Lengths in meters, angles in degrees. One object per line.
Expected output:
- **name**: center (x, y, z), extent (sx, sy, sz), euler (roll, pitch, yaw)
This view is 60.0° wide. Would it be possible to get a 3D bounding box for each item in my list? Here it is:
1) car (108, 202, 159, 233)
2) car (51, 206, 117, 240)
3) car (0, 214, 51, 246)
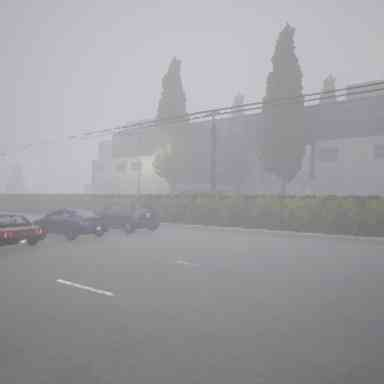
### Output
- **car**: center (-4.179, 1.363, 19.748), extent (4.553, 1.767, 2.097), euler (0, 0, 36)
- **car**: center (-6.236, 1.530, 16.916), extent (4.674, 1.442, 1.812), euler (0, 0, 36)
- **car**: center (-8.293, 1.614, 14.084), extent (4.718, 1.301, 1.895), euler (0, 0, 36)
